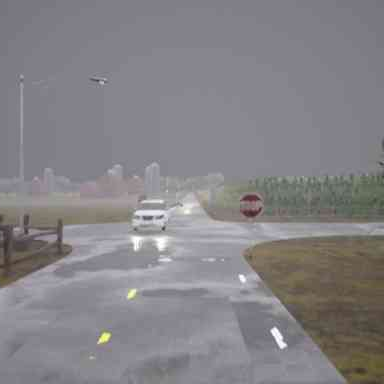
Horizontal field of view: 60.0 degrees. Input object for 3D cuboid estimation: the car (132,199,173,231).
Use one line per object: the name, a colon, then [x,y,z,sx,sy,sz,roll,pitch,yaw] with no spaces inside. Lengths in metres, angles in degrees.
car: [-2.764,1.577,23.436,2.150,2.045,5.566,0,0,0]

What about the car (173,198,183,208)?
car: [-2.778,1.997,62.702,2.097,1.767,4.553,0,-1,0]
